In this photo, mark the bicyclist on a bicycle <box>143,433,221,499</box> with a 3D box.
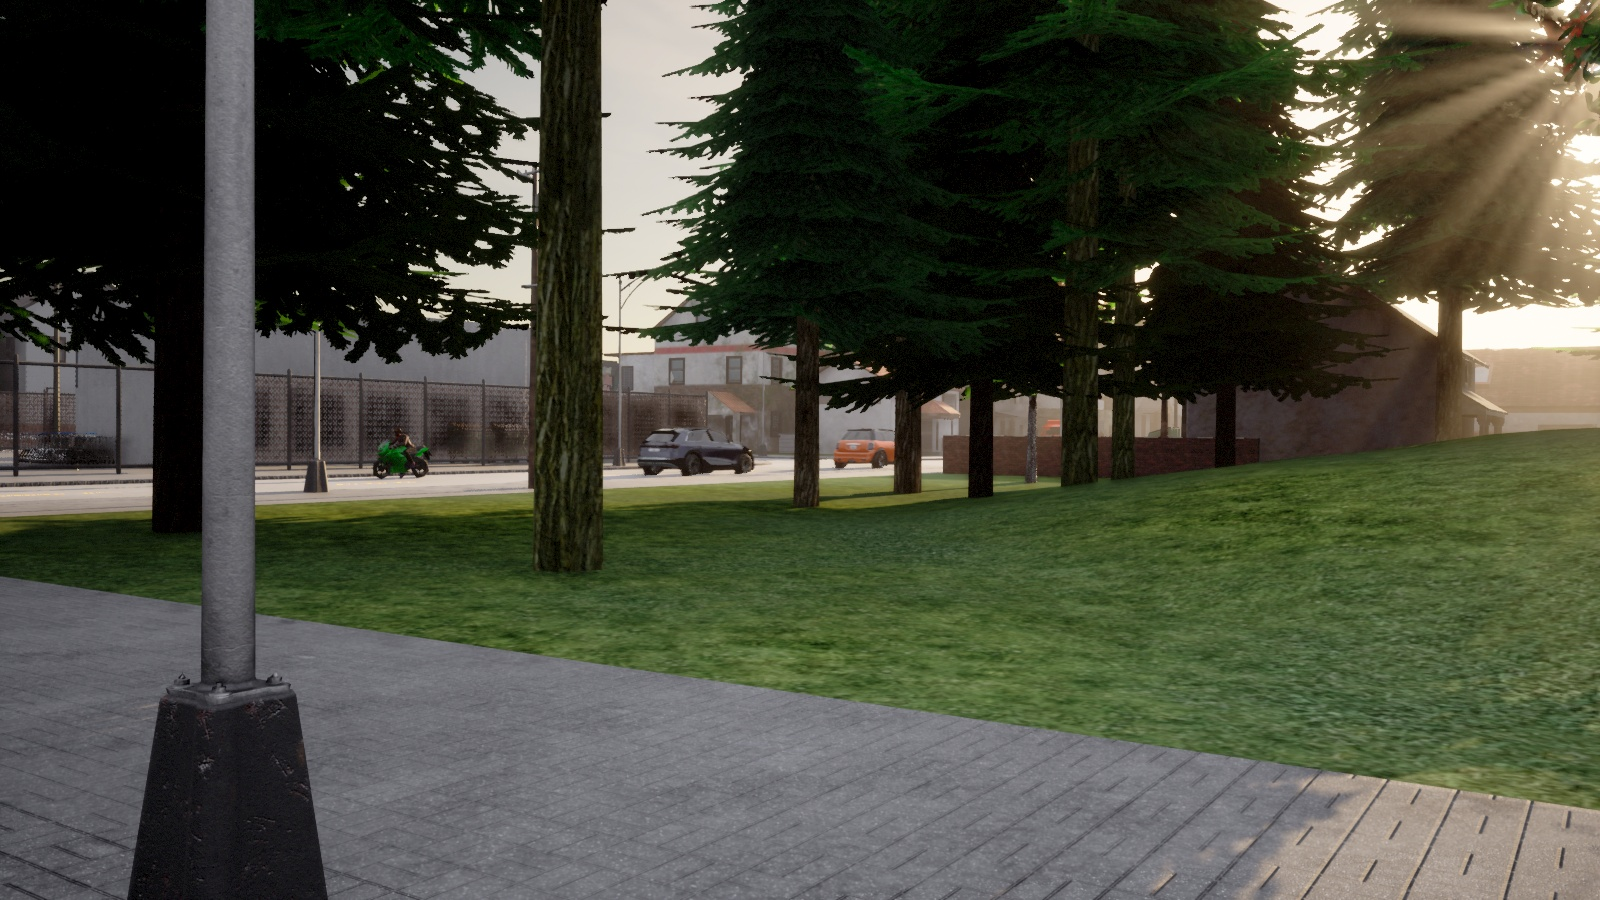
[{"bbox_3d":[-15.556,0.377,31.625,0.866,1.612,1.509,0,1,33],"label":"bicyclist on a bicycle"}]

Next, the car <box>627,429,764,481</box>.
[{"bbox_3d":[-3.461,0.111,42.607,2.033,1.649,4.856,0,1,34],"label":"car"}]

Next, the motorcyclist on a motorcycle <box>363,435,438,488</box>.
[{"bbox_3d":[-11.825,0.312,37.239,0.797,1.523,2.044,0,1,34],"label":"motorcyclist on a motorcycle"}]

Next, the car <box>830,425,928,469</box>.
[{"bbox_3d":[3.377,-0.163,52.915,2.097,1.767,4.553,0,1,34],"label":"car"}]

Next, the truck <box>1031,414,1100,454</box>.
[{"bbox_3d":[17.161,-1.016,80.939,2.627,2.467,5.204,0,1,33],"label":"truck"}]
